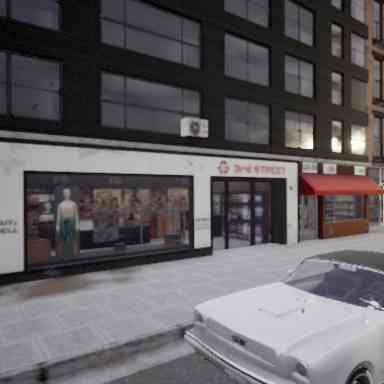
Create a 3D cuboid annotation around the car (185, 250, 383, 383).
[{"bbox_3d":[2.263,1.600,4.685,4.718,1.301,1.895,0,0,-36],"label":"car"}]
